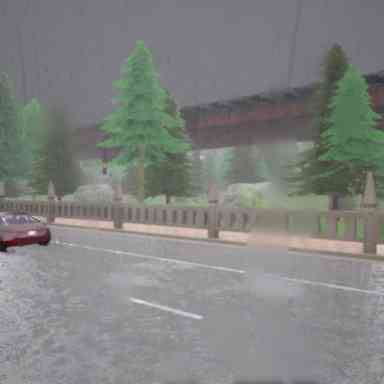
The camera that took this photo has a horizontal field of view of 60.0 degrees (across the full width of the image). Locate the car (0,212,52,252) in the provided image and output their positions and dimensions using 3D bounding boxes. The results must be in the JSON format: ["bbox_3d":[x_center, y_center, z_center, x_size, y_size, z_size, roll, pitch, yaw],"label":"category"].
[{"bbox_3d":[-7.714,1.516,13.759,4.181,1.385,1.994,0,0,35],"label":"car"}]
